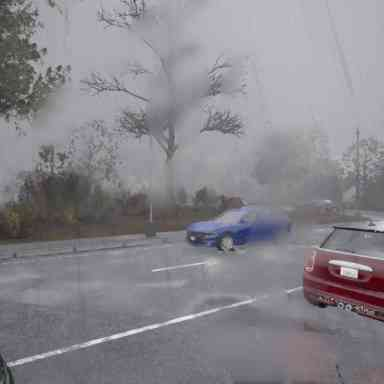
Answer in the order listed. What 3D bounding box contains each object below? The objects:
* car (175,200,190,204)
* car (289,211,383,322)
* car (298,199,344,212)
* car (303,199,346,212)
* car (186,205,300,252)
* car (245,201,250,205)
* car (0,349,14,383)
[{"bbox_3d":[-1.960,1.594,67.457,2.097,1.767,4.553,0,-1,-22],"label":"car"},{"bbox_3d":[4.358,1.352,6.724,4.553,1.767,2.097,0,0,-34],"label":"car"},{"bbox_3d":[13.365,1.603,35.493,1.895,1.301,4.718,0,0,-28],"label":"car"},{"bbox_3d":[15.438,1.530,39.002,1.812,1.442,4.674,0,0,-29],"label":"car"},{"bbox_3d":[2.068,1.477,14.012,5.008,1.535,1.882,0,0,-35],"label":"car"},{"bbox_3d":[6.493,1.544,48.607,2.128,1.511,4.902,0,0,-26],"label":"car"},{"bbox_3d":[-3.697,1.221,1.075,5.566,2.045,2.150,0,0,-35],"label":"car"}]
